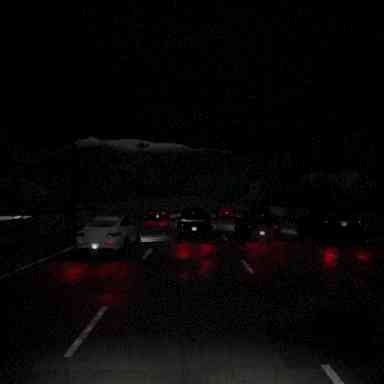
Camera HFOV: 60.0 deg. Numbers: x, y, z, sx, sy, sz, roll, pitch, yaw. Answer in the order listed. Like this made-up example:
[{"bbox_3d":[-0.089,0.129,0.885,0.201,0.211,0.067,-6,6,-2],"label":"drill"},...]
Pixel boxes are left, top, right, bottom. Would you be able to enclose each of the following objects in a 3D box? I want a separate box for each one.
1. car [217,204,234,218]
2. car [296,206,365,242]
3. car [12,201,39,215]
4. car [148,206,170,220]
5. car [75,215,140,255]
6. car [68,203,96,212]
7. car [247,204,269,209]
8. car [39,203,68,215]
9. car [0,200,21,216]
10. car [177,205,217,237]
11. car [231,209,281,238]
[{"bbox_3d":[3.647,2.094,37.289,1.882,1.535,5.008,0,-1,0],"label":"car"},{"bbox_3d":[7.122,1.576,17.670,2.097,1.767,4.553,0,-1,0],"label":"car"},{"bbox_3d":[-21.028,2.273,43.900,2.128,1.511,4.902,0,-2,0],"label":"car"},{"bbox_3d":[-3.357,2.155,34.679,1.895,1.301,4.718,0,-1,0],"label":"car"},{"bbox_3d":[-3.383,1.691,13.895,1.812,1.442,4.674,0,-1,0],"label":"car"},{"bbox_3d":[-14.033,2.246,43.432,1.882,1.535,5.008,0,-2,0],"label":"car"},{"bbox_3d":[7.145,2.087,35.858,1.837,1.490,4.892,0,-1,0],"label":"car"},{"bbox_3d":[-17.532,2.245,43.421,1.882,1.535,5.008,0,-2,0],"label":"car"},{"bbox_3d":[-24.527,2.004,43.922,2.150,2.045,5.566,0,-2,0],"label":"car"},{"bbox_3d":[0.125,1.749,19.754,2.128,1.511,4.902,0,-1,0],"label":"car"},{"bbox_3d":[3.624,1.851,19.304,1.895,1.301,4.718,0,-1,0],"label":"car"}]
